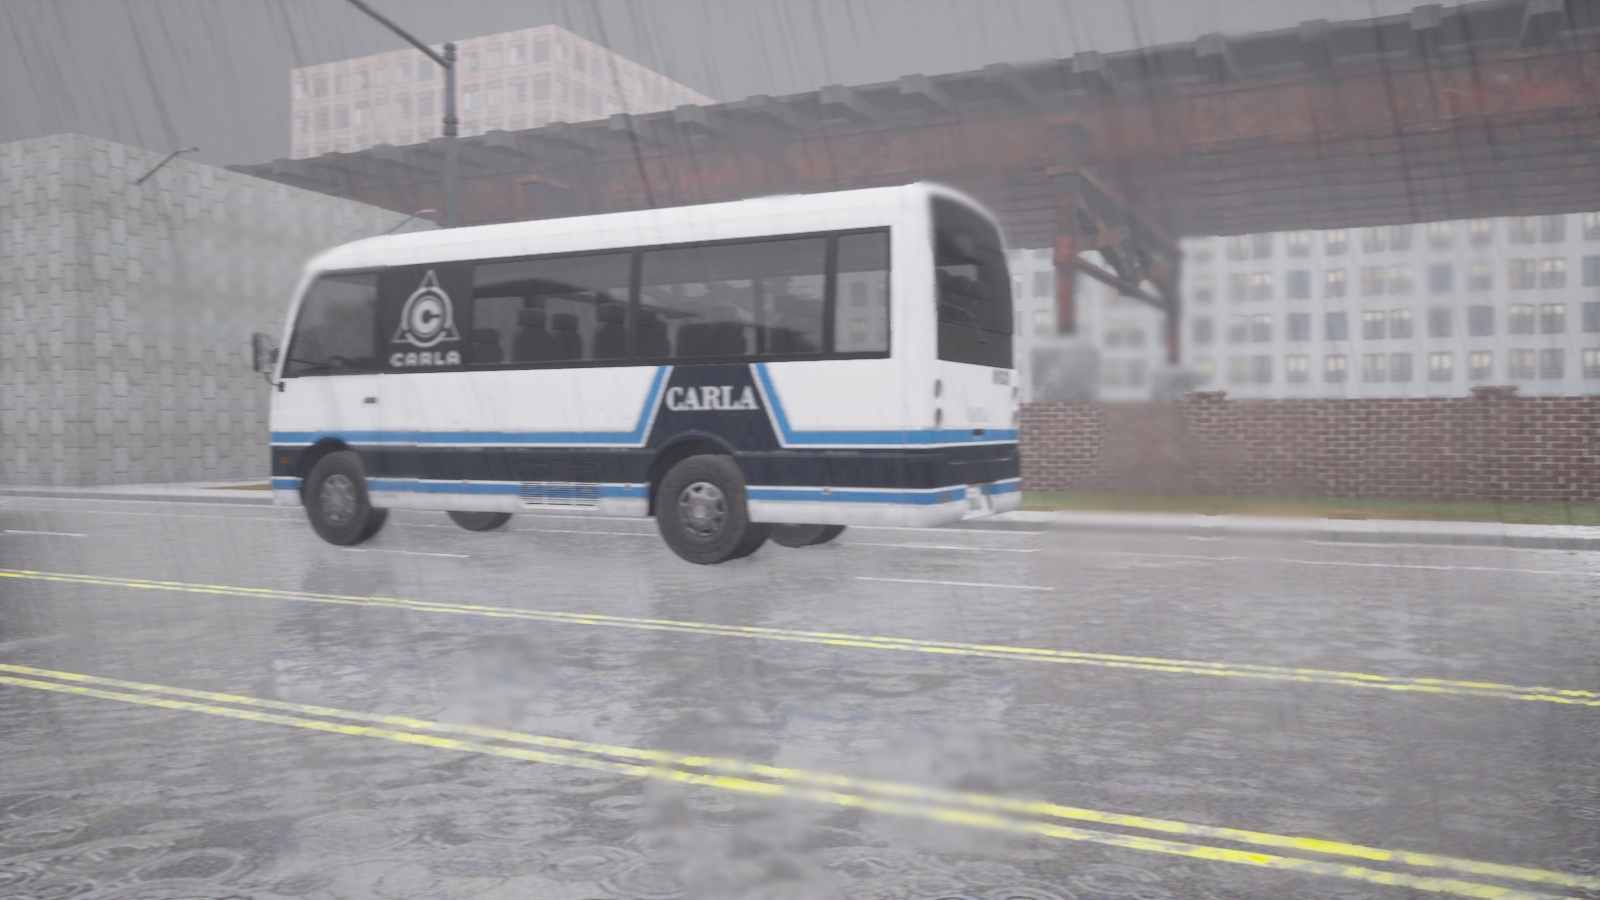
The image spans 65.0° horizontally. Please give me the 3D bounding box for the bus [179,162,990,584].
[{"bbox_3d":[-3.041,-0.858,16.726,10.273,4.253,3.944,1,1,27],"label":"bus"}]
